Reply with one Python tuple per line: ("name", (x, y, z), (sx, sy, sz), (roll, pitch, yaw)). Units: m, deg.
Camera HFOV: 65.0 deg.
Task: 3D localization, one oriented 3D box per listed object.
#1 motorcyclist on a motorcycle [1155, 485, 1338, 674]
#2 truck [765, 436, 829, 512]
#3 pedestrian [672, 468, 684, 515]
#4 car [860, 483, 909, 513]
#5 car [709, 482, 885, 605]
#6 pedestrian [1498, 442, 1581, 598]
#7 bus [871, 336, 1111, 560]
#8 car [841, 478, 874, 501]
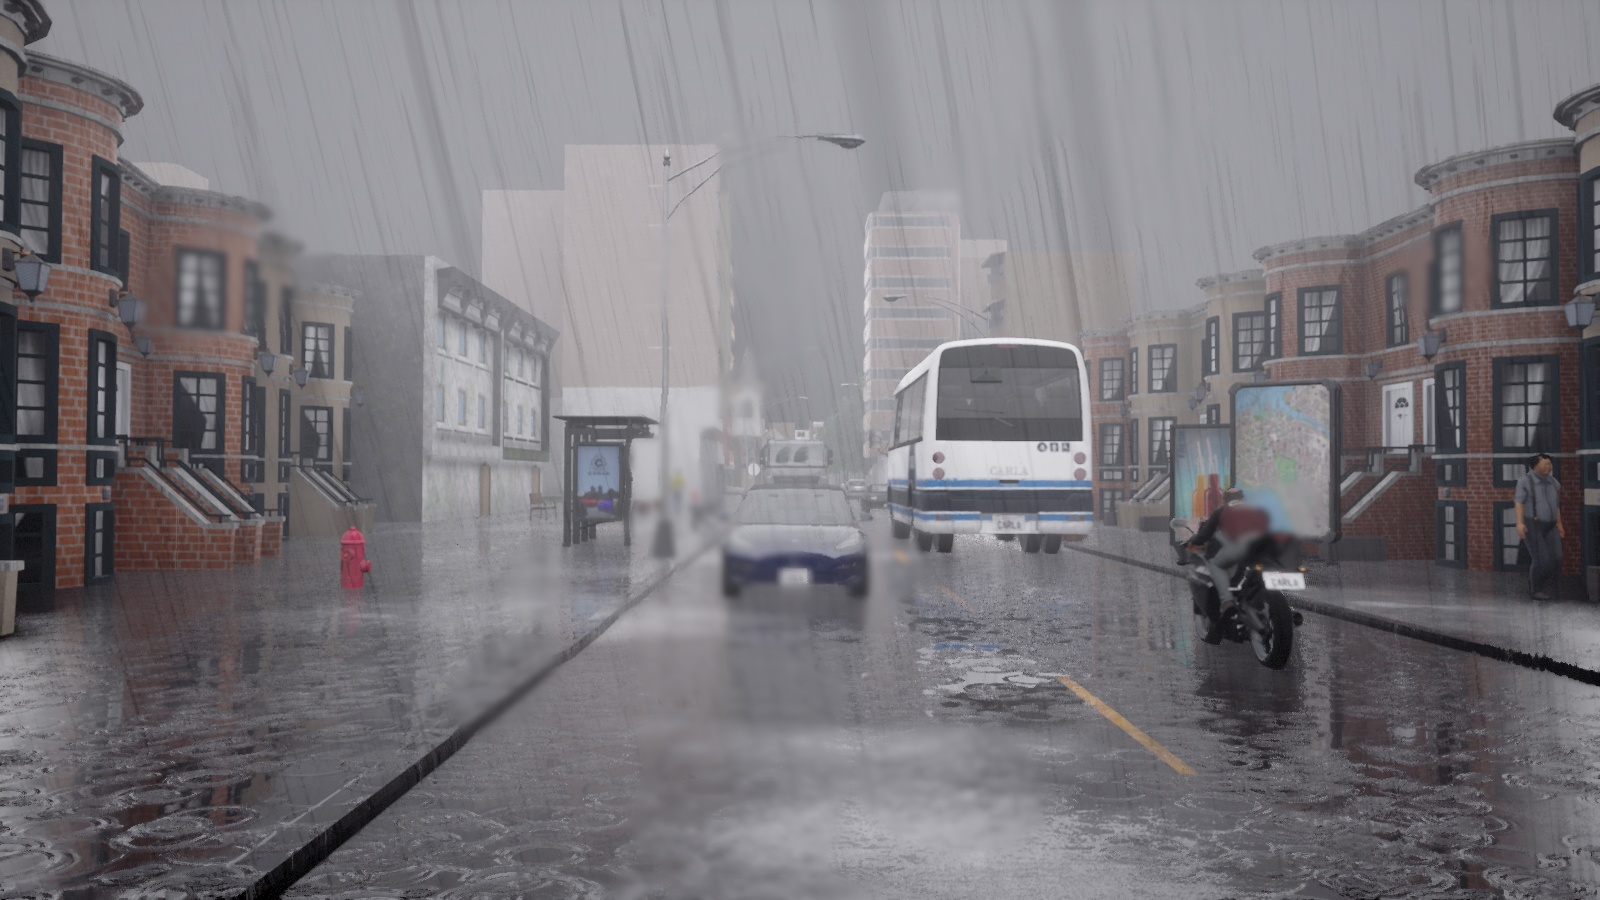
("motorcyclist on a motorcycle", (3.971, 1.093, 11.398), (0.866, 1.530, 2.191), (0, -1, 0))
("truck", (-0.174, 1.183, 60.987), (2.891, 3.462, 7.936), (0, -1, 0))
("pedestrian", (-4.878, 1.661, 50.407), (0.354, 1.836, 0.706), (0, -1, 5))
("car", (3.845, 2.173, 57.549), (1.895, 1.301, 4.718), (0, -1, 0))
("car", (-0.046, 1.218, 17.932), (2.163, 1.488, 4.792), (0, -1, 0))
("pedestrian", (8.942, 0.831, 15.208), (0.540, 1.848, 0.694), (0, -1, -6))
("bus", (3.921, 0.070, 29.059), (3.944, 4.253, 10.273), (0, -1, 0))
("car", (3.738, 2.587, 82.503), (1.970, 1.475, 3.806), (0, -1, 0))
